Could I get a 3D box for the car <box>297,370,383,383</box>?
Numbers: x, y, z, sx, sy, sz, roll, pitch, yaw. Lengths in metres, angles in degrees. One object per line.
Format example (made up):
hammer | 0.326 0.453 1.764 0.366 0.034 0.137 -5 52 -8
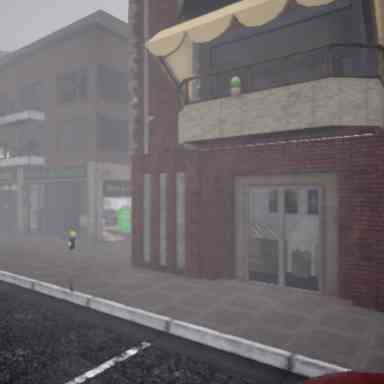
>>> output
car | 2.331 1.582 1.276 4.206 1.307 1.802 0 0 35
